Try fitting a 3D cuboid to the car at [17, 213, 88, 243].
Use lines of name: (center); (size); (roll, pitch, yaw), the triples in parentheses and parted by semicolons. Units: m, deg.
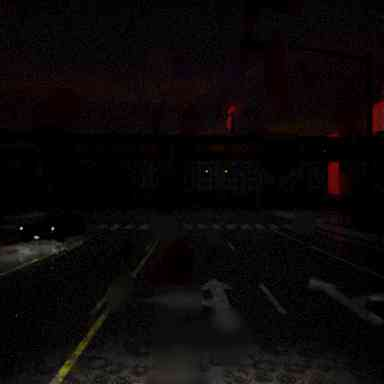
car: (-7.071, 1.777, 17.359); (1.895, 1.301, 4.718); (0, -1, 0)
